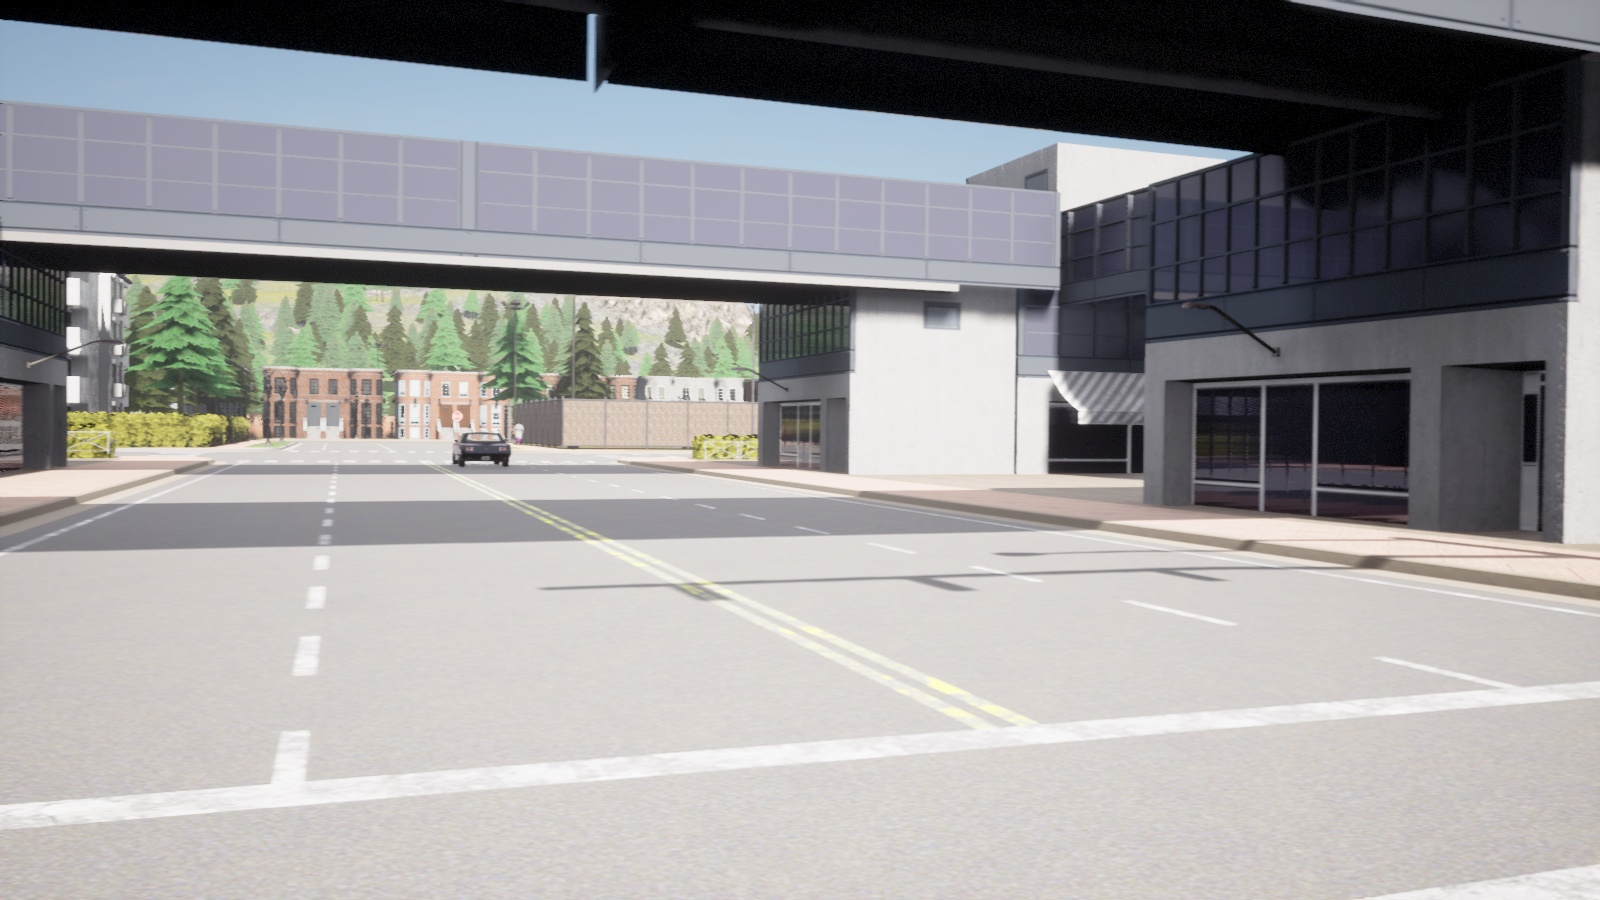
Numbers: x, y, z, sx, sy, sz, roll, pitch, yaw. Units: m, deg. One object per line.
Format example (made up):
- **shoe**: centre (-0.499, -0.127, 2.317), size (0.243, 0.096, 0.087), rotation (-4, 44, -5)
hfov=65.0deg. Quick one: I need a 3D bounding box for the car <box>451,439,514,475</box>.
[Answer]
- **car**: centre (-12.378, 0.239, 48.757), size (1.895, 1.301, 4.718), rotation (-1, 1, -20)
